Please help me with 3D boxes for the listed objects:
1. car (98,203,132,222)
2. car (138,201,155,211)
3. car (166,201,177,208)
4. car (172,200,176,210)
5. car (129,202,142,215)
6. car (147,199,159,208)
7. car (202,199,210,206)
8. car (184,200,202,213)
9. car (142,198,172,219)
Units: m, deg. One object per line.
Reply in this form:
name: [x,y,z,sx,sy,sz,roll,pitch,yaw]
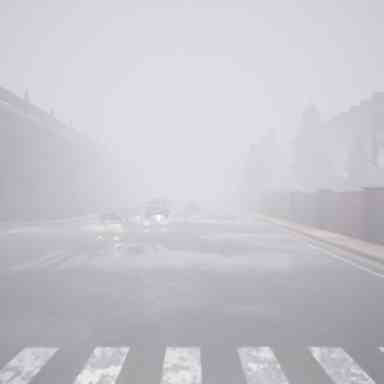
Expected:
car: [-6.946,1.955,29.834,1.895,1.301,4.718,0,-1,-1]
car: [-7.245,2.178,53.125,2.033,1.411,5.357,0,-1,0]
car: [-3.884,2.350,63.217,1.895,1.301,4.718,0,-1,-1]
car: [-3.651,2.015,44.082,2.128,1.511,4.902,0,-1,-1]
car: [-7.100,1.961,40.732,1.882,1.535,5.008,0,-1,-1]
car: [-7.396,2.235,63.867,1.882,1.535,5.008,0,-1,-1]
car: [2.921,2.368,75.038,1.882,1.535,5.008,0,-1,-1]
car: [0.018,2.039,44.979,1.837,1.490,4.892,0,-1,-1]
car: [-3.490,1.628,34.206,2.150,2.045,5.566,0,-1,-1]
